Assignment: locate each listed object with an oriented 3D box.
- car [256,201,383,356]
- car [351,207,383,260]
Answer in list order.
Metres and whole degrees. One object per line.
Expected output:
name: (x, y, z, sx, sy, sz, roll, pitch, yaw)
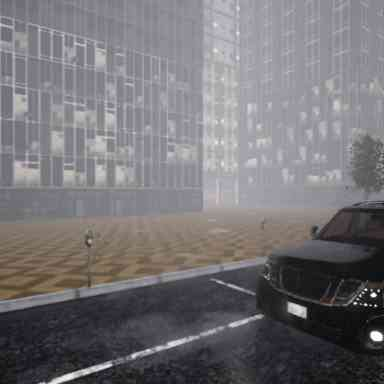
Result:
car: (3.669, 1.205, 5.977, 5.566, 2.045, 2.150, 0, 0, -34)
car: (7.859, 1.405, 12.166, 4.097, 1.590, 1.967, 0, 0, -35)
